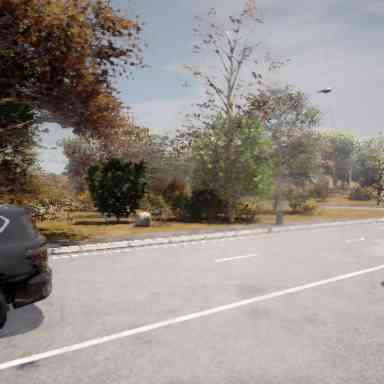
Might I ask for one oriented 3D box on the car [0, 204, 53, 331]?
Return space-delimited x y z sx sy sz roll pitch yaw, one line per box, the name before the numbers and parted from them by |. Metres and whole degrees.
car | -4.979 1.219 4.719 5.566 2.045 2.150 0 0 -36
